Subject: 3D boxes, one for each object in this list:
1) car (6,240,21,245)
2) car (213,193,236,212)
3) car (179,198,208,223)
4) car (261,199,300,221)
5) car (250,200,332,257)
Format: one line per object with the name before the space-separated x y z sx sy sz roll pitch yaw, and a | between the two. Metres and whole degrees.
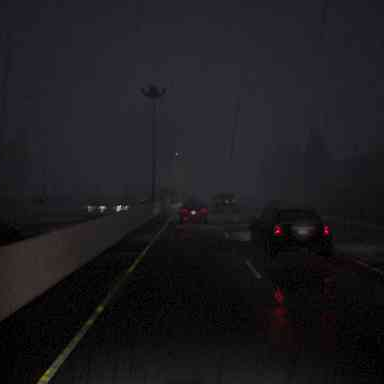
car | -7.101 1.532 10.389 1.994 1.385 4.181 0 0 0
car | 3.598 1.109 37.021 2.150 2.045 5.566 0 0 0
car | 0.098 1.428 24.773 2.163 1.488 4.792 0 0 0
car | 7.098 1.395 27.177 1.882 1.535 5.008 0 0 0
car | 3.599 1.312 12.911 2.097 1.767 4.553 0 0 0
